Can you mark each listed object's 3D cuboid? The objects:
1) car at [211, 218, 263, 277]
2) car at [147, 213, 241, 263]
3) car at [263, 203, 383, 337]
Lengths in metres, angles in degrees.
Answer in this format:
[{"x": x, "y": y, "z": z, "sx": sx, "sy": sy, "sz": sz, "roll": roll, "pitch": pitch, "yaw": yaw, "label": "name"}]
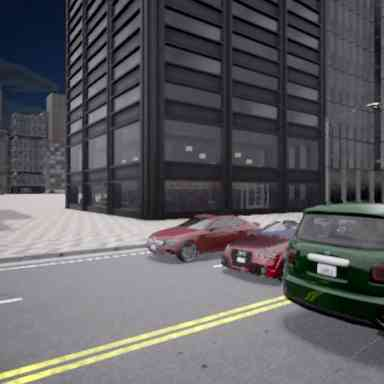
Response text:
[{"x": 2.886, "y": 1.573, "z": 9.734, "sx": 4.181, "sy": 1.385, "sz": 1.994, "roll": 0, "pitch": 0, "yaw": -35, "label": "car"}, {"x": 0.639, "y": 1.534, "z": 12.124, "sx": 4.674, "sy": 1.442, "sz": 1.812, "roll": 0, "pitch": 0, "yaw": -35, "label": "car"}, {"x": 4.142, "y": 1.230, "z": 6.392, "sx": 5.566, "sy": 2.045, "sz": 2.150, "roll": 0, "pitch": 0, "yaw": -35, "label": "car"}]
